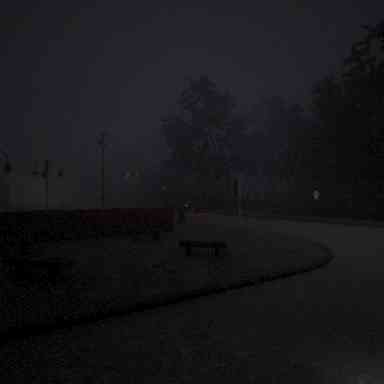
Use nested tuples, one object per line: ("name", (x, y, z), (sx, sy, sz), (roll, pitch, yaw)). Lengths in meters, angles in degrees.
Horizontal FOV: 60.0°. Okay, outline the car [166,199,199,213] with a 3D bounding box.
("car", (-1.109, 1.521, 35.724), (1.812, 1.442, 4.674), (0, 0, -35))
